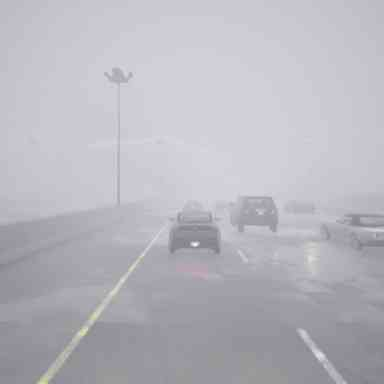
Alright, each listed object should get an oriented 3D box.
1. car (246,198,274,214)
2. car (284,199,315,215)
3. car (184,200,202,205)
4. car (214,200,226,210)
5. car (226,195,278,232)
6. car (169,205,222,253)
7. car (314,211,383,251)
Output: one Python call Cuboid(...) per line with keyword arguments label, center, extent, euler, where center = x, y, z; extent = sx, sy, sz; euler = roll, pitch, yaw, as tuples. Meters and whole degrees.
Cuboid(label="car", center=(7.106, 1.416, 35.308), extent=(1.882, 1.535, 5.008), euler=(0, 0, 0))
Cuboid(label="car", center=(10.606, 1.420, 33.232), extent=(1.882, 1.535, 5.008), euler=(0, 0, 0))
Cuboid(label="car", center=(0.105, 1.503, 34.886), extent=(1.994, 1.385, 4.181), euler=(0, 0, 0))
Cuboid(label="car", center=(3.607, 1.534, 38.685), extent=(1.895, 1.301, 4.718), euler=(0, 0, 0))
Cuboid(label="car", center=(3.602, 1.188, 20.098), extent=(2.150, 2.045, 5.566), euler=(0, 0, 0))
Cuboid(label="car", center=(0.103, 1.481, 13.509), extent=(1.837, 1.490, 4.892), euler=(0, 0, 0))
Cuboid(label="car", center=(7.103, 1.576, 14.031), extent=(1.895, 1.301, 4.718), euler=(0, 0, 0))
